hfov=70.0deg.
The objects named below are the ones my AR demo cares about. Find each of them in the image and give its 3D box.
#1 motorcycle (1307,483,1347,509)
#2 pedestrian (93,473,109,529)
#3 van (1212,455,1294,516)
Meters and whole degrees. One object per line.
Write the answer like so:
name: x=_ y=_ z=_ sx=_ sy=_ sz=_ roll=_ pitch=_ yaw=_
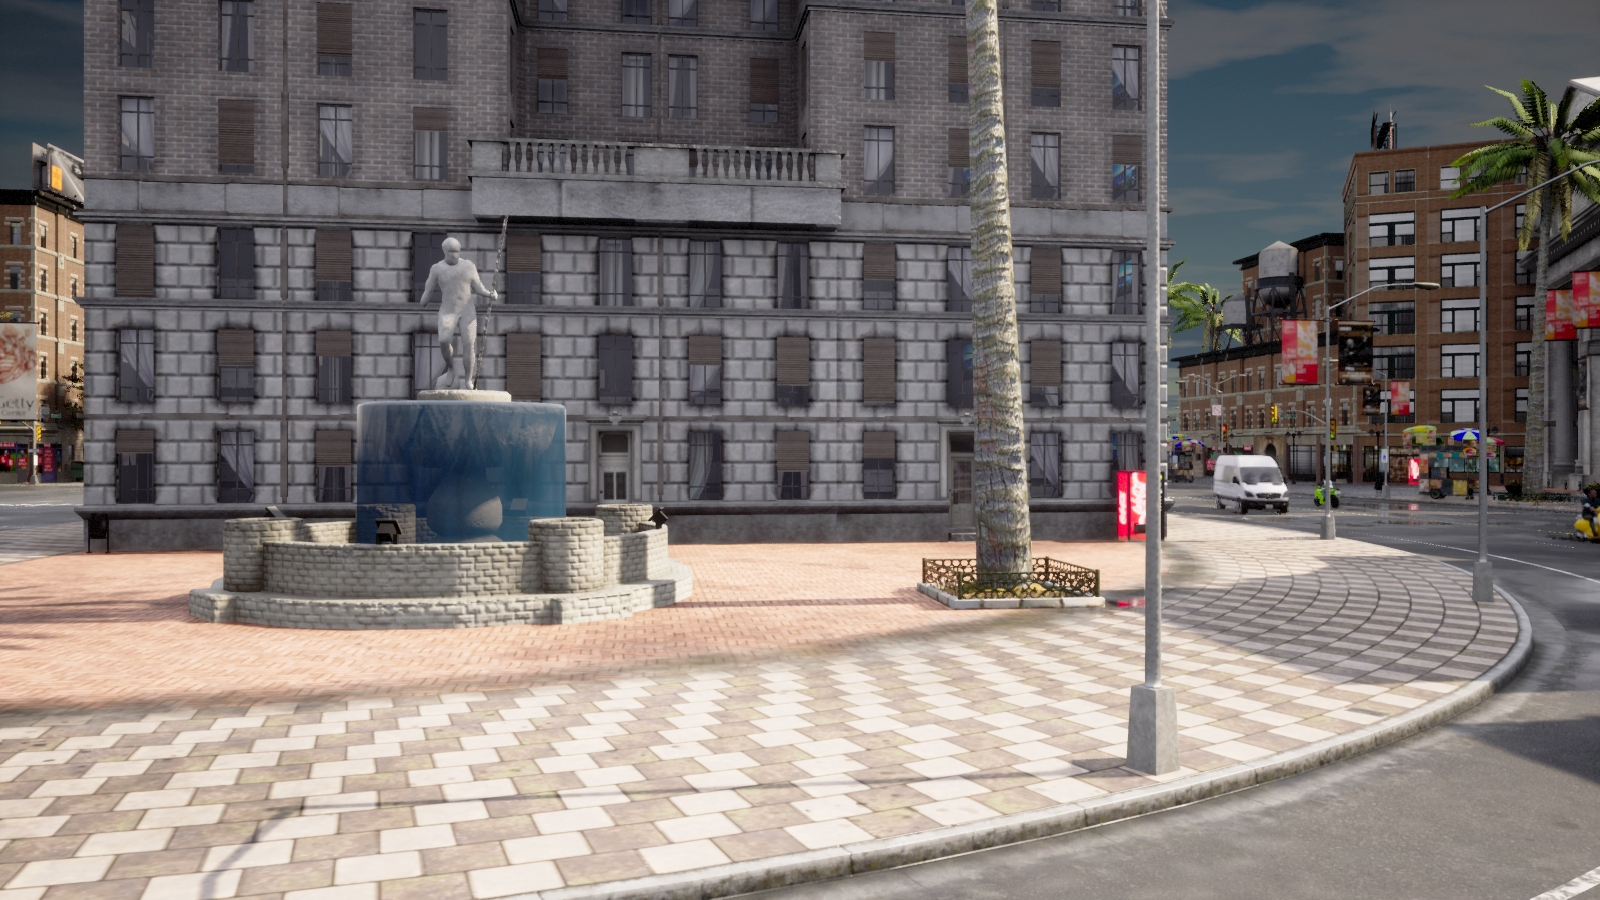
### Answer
motorcycle: x=25.547 y=2.213 z=55.422 sx=0.803 sy=1.145 sz=2.033 roll=0 pitch=0 yaw=-7
pedestrian: x=-23.494 y=1.696 z=38.413 sx=0.375 sy=1.860 sz=0.375 roll=0 pitch=0 yaw=-16
van: x=20.358 y=1.534 z=51.632 sx=1.988 sy=2.561 sz=5.915 roll=0 pitch=0 yaw=7
